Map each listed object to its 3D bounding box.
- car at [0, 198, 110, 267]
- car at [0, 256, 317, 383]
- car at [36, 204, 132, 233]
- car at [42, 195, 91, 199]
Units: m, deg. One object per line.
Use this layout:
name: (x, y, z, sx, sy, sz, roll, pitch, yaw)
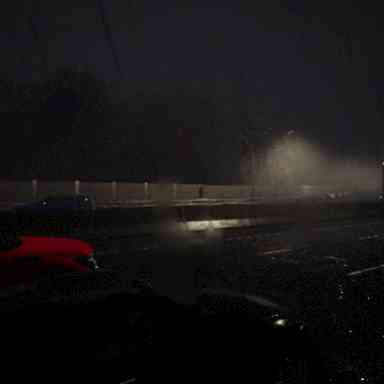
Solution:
car: (-4.195, 1.220, 5.052, 5.566, 2.045, 2.150, 0, 0, -36)
car: (-0.772, 1.527, 3.199, 4.674, 1.442, 1.812, 0, 0, -36)
car: (-6.621, 1.554, 20.768, 5.357, 1.411, 2.033, 0, 0, -36)
car: (-9.540, 1.225, 22.984, 5.566, 2.045, 2.150, 0, 0, -35)
